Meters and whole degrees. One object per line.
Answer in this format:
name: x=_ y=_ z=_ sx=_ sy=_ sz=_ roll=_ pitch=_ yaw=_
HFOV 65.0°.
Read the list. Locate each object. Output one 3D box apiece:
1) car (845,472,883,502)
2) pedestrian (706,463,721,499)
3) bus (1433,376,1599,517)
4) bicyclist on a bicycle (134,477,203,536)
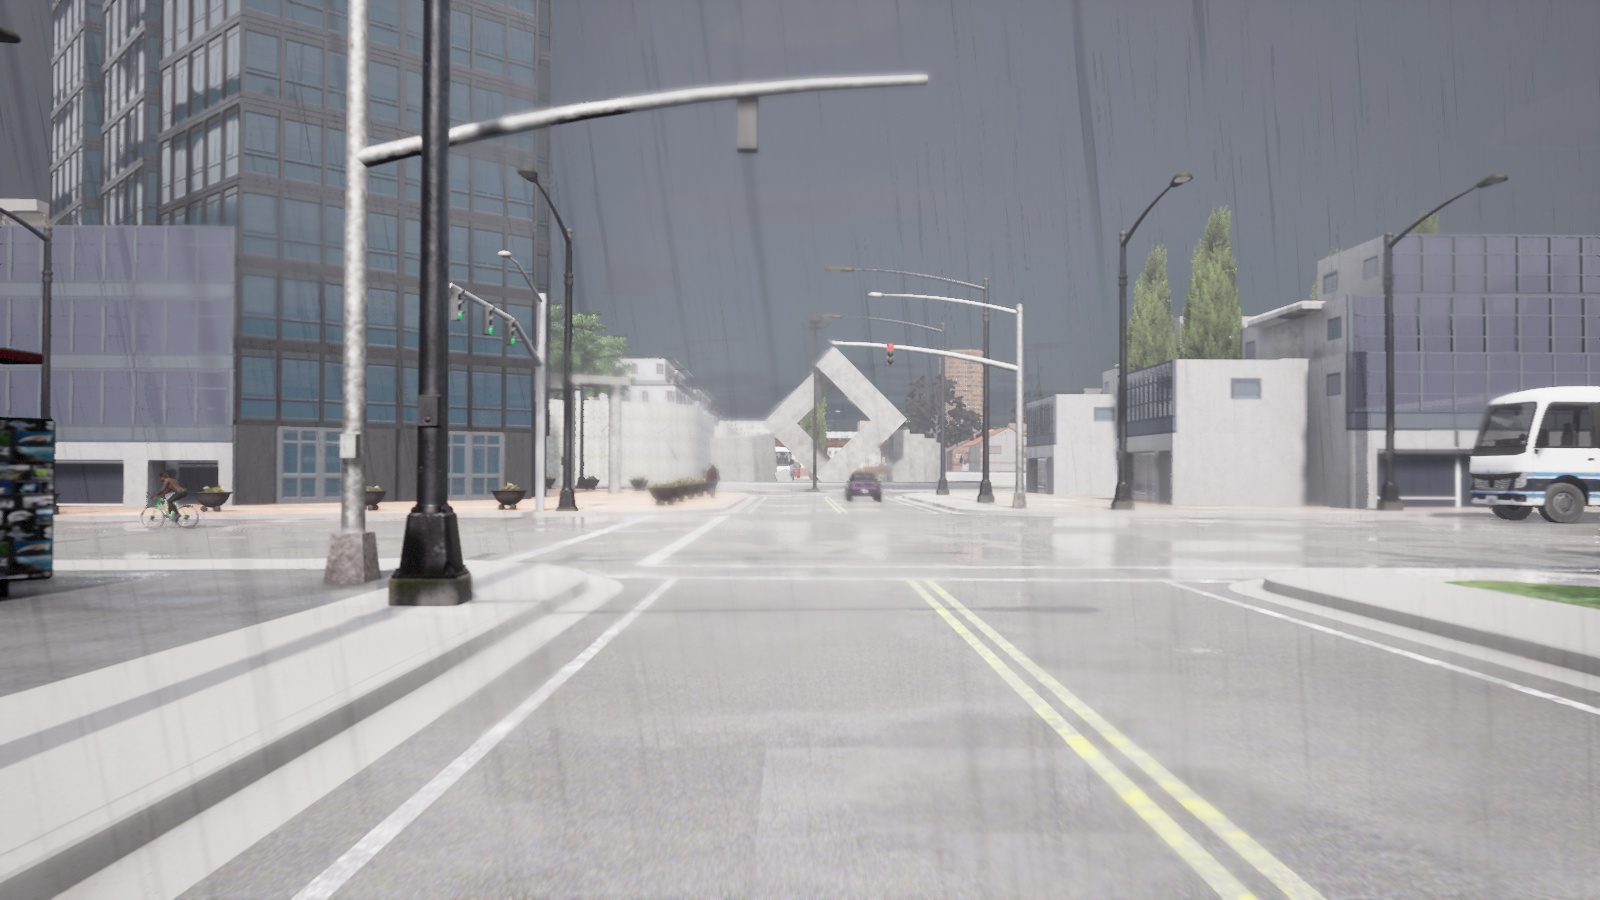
car: x=3.340 y=1.923 z=66.181 sx=1.816 sy=1.474 sz=4.193 roll=0 pitch=-1 yaw=0
pedestrian: x=-4.459 y=1.580 z=64.689 sx=0.634 sy=1.844 sz=0.899 roll=0 pitch=-1 yaw=-14
bus: x=26.186 y=-0.058 z=39.718 sx=10.273 sy=4.253 sz=3.944 roll=0 pitch=-1 yaw=0
bicyclist on a bicycle: x=-17.978 y=1.603 z=35.783 sx=1.656 sy=1.620 sz=0.582 roll=-1 pitch=-1 yaw=-1
